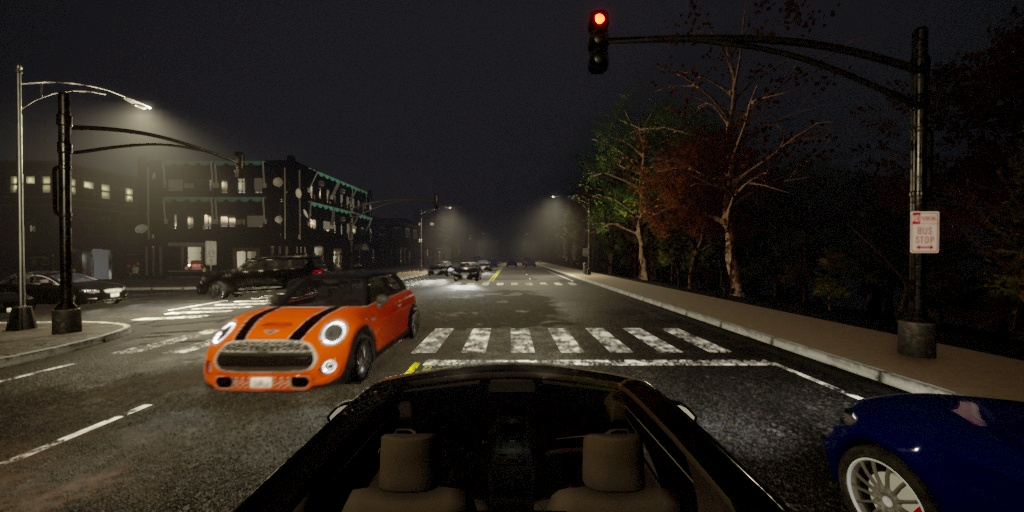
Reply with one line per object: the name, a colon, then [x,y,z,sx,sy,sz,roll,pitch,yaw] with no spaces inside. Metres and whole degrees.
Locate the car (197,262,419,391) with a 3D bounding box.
car: [-3.360,1.100,7.041,2.097,1.767,4.553,0,0,0]

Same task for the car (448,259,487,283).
car: [-3.404,1.231,28.307,2.128,1.511,4.902,0,0,0]

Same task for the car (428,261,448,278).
car: [-6.662,1.228,34.086,2.128,1.511,4.902,0,0,0]

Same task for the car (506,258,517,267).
car: [-0.030,1.246,64.933,1.812,1.442,4.674,0,0,0]

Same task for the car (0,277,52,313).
car: [-19.969,1.564,12.818,4.313,1.339,1.948,0,0,0]

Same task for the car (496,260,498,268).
car: [-3.430,1.200,60.911,1.882,1.535,5.008,0,0,0]

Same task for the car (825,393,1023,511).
car: [3.358,1.276,0.850,1.812,1.442,4.674,0,0,1]

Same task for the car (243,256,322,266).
car: [-12.572,1.057,18.519,5.566,2.045,2.150,-2,2,-18]

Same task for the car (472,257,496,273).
car: [-3.433,1.223,44.554,2.128,1.511,4.902,0,0,0]

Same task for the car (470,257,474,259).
car: [-6.692,1.234,51.262,1.837,1.490,4.892,0,0,0]

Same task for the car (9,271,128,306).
car: [-19.649,1.458,15.525,4.902,1.511,2.128,-1,1,0]

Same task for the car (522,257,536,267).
car: [3.234,1.268,63.655,2.033,1.411,5.357,0,0,0]
